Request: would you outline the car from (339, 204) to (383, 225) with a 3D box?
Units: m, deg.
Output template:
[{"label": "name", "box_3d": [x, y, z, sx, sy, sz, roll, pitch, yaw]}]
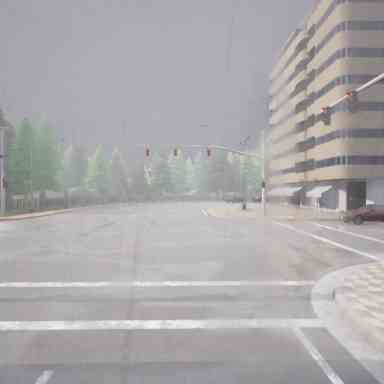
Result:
[{"label": "car", "box_3d": [13.167, 1.577, 24.113, 4.674, 1.442, 1.812, 0, 0, -1]}]

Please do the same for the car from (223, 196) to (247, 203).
[{"label": "car", "box_3d": [8.891, 1.536, 68.158, 5.357, 1.411, 2.033, 0, 0, -38]}]

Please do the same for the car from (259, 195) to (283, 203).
[{"label": "car", "box_3d": [17.555, 1.513, 73.762, 4.902, 1.511, 2.128, 0, 0, -23]}]

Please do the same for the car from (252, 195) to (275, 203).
[{"label": "car", "box_3d": [14.204, 1.515, 67.860, 4.674, 1.442, 1.812, 0, 0, -34]}]
